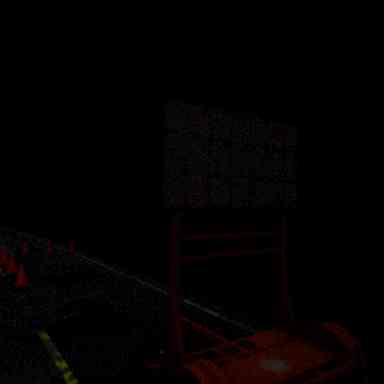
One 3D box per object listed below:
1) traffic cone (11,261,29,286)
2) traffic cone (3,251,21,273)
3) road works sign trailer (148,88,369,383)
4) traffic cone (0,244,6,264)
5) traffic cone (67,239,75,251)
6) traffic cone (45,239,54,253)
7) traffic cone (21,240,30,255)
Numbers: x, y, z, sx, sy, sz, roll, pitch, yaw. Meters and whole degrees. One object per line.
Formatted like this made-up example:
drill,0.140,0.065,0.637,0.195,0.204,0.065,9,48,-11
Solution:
traffic cone,-4.719,2.261,9.209,0.340,0.580,0.340,3,-3,-35
traffic cone,-5.873,2.307,10.842,0.340,0.580,0.340,3,-3,-35
road works sign trailer,0.457,0.660,4.338,2.380,3.560,2.880,3,-3,-35
traffic cone,-7.027,2.353,12.475,0.340,0.580,0.340,3,-3,-35
traffic cone,-5.731,2.512,15.836,0.340,0.580,0.340,3,-3,-35
traffic cone,-6.548,2.474,15.260,0.340,0.580,0.340,3,-3,-35
traffic cone,-7.364,2.437,14.684,0.340,0.580,0.340,3,-3,-35
